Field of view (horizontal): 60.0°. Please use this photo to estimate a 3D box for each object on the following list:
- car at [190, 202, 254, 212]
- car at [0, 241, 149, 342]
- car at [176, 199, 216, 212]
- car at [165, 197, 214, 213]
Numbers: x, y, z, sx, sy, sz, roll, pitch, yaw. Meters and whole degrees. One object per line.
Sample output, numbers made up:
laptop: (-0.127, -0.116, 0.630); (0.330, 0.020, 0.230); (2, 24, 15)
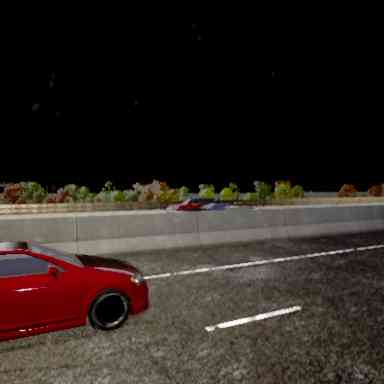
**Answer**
car: (2.553, 1.509, 20.665); (4.718, 1.301, 1.895); (0, 0, -28)
car: (-2.863, 1.554, 5.584); (4.181, 1.385, 1.994); (0, 0, -28)
car: (1.905, 1.444, 24.290); (5.357, 1.411, 2.033); (0, 0, -28)
car: (0.088, 1.244, 27.288); (4.553, 1.767, 2.097); (0, 0, -28)
